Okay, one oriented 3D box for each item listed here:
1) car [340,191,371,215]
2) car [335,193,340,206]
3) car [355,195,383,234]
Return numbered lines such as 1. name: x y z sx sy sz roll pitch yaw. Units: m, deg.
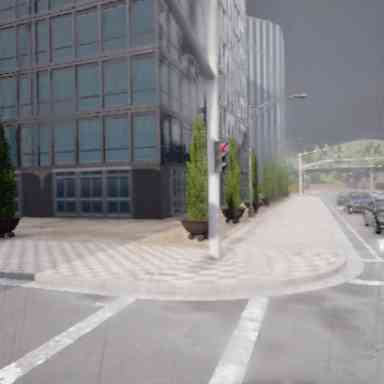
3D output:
1. car: 12.853 0.751 25.452 2.097 1.767 4.553 -1 1 20
2. car: 16.290 0.710 35.096 1.812 1.442 4.674 -1 1 20
3. car: 9.477 1.102 15.953 2.128 1.511 4.902 -1 1 20
